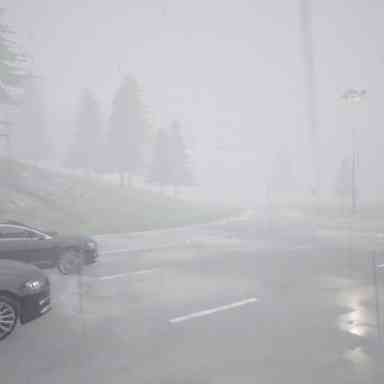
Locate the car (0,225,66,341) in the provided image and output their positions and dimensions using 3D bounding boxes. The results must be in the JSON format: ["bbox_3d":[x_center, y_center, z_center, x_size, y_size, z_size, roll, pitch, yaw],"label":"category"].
[{"bbox_3d":[-4.649,1.491,4.728,4.902,1.511,2.128,0,0,-36],"label":"car"}]

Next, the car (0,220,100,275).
[{"bbox_3d":[-4.967,1.491,8.800,4.902,1.511,2.128,0,0,-36],"label":"car"}]
